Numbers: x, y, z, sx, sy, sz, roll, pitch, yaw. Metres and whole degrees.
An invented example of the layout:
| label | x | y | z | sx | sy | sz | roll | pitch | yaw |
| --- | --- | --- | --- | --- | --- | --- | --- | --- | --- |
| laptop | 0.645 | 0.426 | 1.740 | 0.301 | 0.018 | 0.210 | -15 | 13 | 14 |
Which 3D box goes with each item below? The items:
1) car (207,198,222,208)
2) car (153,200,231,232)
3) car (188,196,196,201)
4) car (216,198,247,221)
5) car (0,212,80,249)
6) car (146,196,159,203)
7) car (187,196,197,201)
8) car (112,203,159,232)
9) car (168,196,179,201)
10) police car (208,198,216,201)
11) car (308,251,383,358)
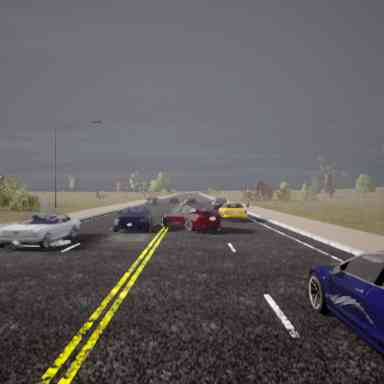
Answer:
| label | x | y | z | sx | sy | sz | roll | pitch | yaw |
| --- | --- | --- | --- | --- | --- | --- | --- | --- | --- |
| car | 3.214 | 1.580 | 48.611 | 1.895 | 1.301 | 4.718 | 0 | 0 | 0 |
| car | -0.177 | 1.501 | 20.183 | 2.163 | 1.488 | 4.792 | 0 | 0 | -34 |
| car | -0.058 | 1.533 | 79.543 | 1.895 | 1.301 | 4.718 | 0 | 0 | 0 |
| car | 3.230 | 1.451 | 26.771 | 1.801 | 1.575 | 5.366 | 0 | 0 | 0 |
| car | -6.613 | 1.599 | 14.711 | 1.895 | 1.301 | 4.718 | 0 | 0 | 0 |
| car | -6.624 | 1.461 | 56.325 | 2.128 | 1.511 | 4.902 | 0 | 0 | 0 |
| car | -0.023 | 1.512 | 60.949 | 2.033 | 1.411 | 5.357 | 0 | 0 | 1 |
| car | -3.366 | 1.561 | 19.830 | 1.994 | 1.385 | 4.181 | 0 | 0 | 0 |
| car | -3.355 | 1.527 | 62.143 | 1.994 | 1.385 | 4.181 | 0 | 0 | 0 |
| police car | 3.222 | 1.494 | 37.581 | 2.038 | 1.542 | 4.974 | 0 | 0 | 0 |
| car | 3.246 | 1.503 | 4.611 | 2.163 | 1.488 | 4.792 | 0 | 0 | 0 |
